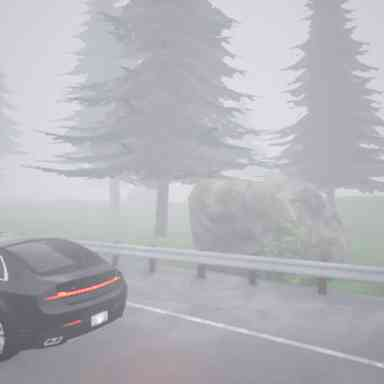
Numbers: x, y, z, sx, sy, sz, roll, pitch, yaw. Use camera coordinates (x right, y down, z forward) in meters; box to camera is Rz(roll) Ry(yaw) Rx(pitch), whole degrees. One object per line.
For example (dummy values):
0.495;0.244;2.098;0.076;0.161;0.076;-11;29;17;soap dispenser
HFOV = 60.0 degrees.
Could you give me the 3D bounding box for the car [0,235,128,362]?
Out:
-3.346;1.555;5.964;4.892;1.490;1.837;-1;-1;32;car
